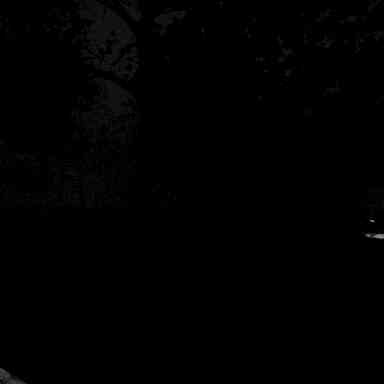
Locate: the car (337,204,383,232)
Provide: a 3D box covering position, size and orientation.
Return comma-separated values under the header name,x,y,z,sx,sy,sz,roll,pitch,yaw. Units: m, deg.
name,x,y,z,sx,sy,sz,roll,pitch,yaw
car,10.654,1.531,20.612,1.837,1.490,4.892,0,0,-2
